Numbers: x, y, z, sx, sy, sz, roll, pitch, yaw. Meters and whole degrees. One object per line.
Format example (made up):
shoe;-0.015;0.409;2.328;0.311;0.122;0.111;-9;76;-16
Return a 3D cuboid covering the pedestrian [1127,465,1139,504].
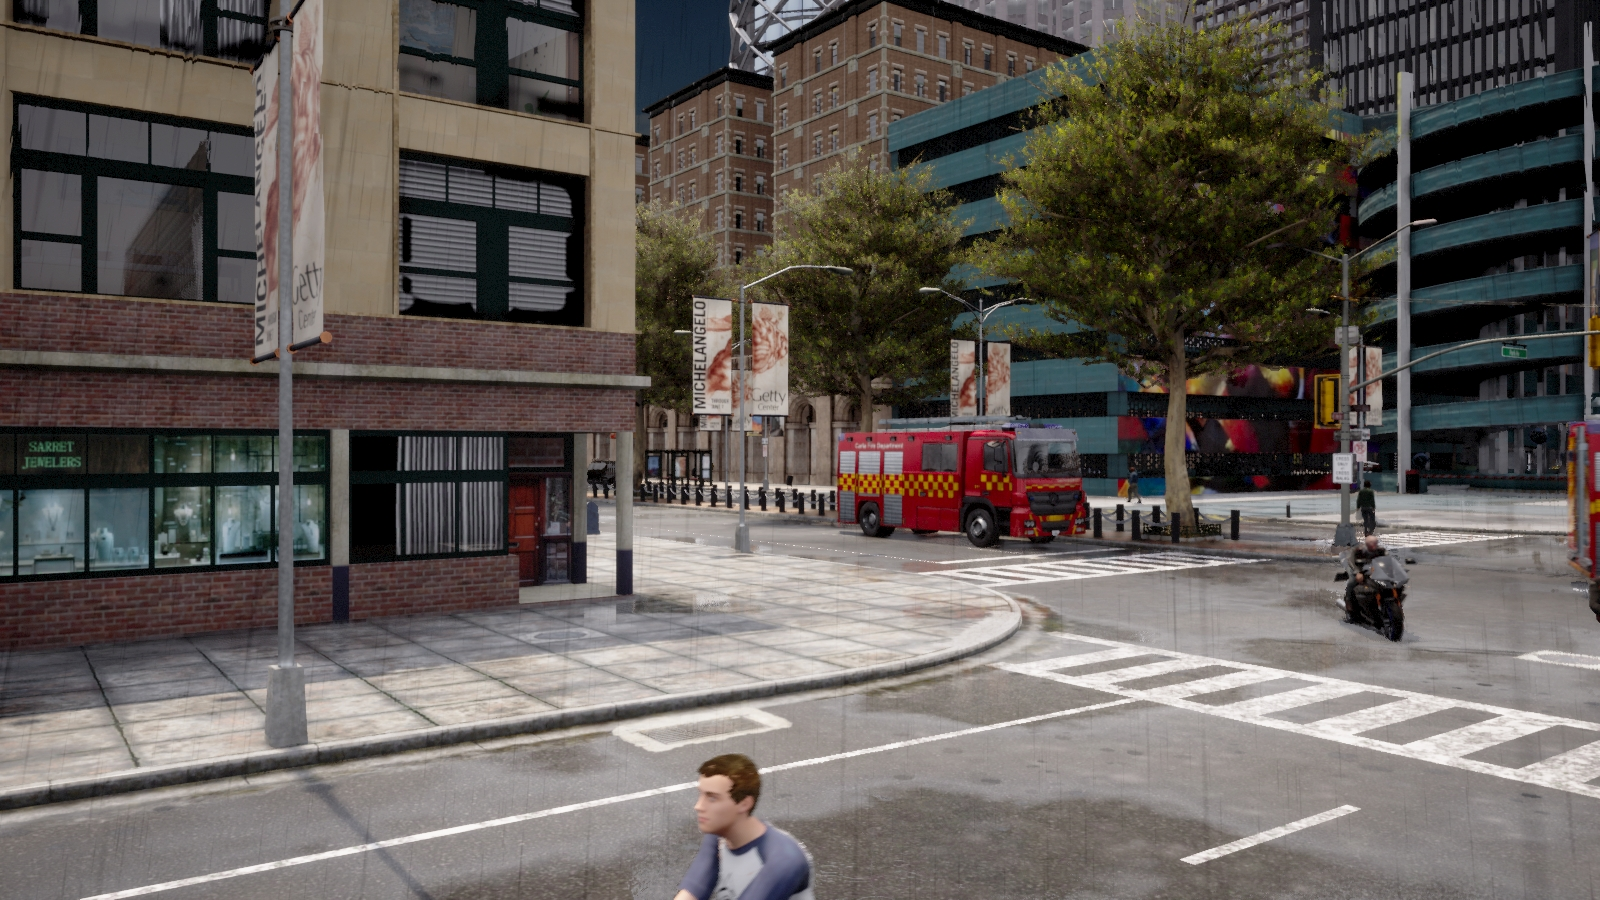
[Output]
pedestrian;16.081;1.679;55.192;0.375;1.860;0.375;0;0;-31

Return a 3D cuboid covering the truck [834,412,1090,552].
truck;4.745;0.881;35.550;2.891;3.827;8.468;0;0;-35

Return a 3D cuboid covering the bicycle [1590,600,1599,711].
bicycle;8.371;2.205;11.509;0.329;1.171;1.835;-3;-1;25

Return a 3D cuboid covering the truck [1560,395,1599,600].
truck;19.057;0.880;20.765;8.468;3.827;2.891;0;0;27

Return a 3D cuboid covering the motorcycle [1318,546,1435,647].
motorcycle;8.759;2.198;17.467;0.867;1.251;2.209;-2;0;7

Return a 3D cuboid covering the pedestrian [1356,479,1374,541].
pedestrian;17.225;1.835;34.820;0.375;1.860;0.375;0;0;-42
